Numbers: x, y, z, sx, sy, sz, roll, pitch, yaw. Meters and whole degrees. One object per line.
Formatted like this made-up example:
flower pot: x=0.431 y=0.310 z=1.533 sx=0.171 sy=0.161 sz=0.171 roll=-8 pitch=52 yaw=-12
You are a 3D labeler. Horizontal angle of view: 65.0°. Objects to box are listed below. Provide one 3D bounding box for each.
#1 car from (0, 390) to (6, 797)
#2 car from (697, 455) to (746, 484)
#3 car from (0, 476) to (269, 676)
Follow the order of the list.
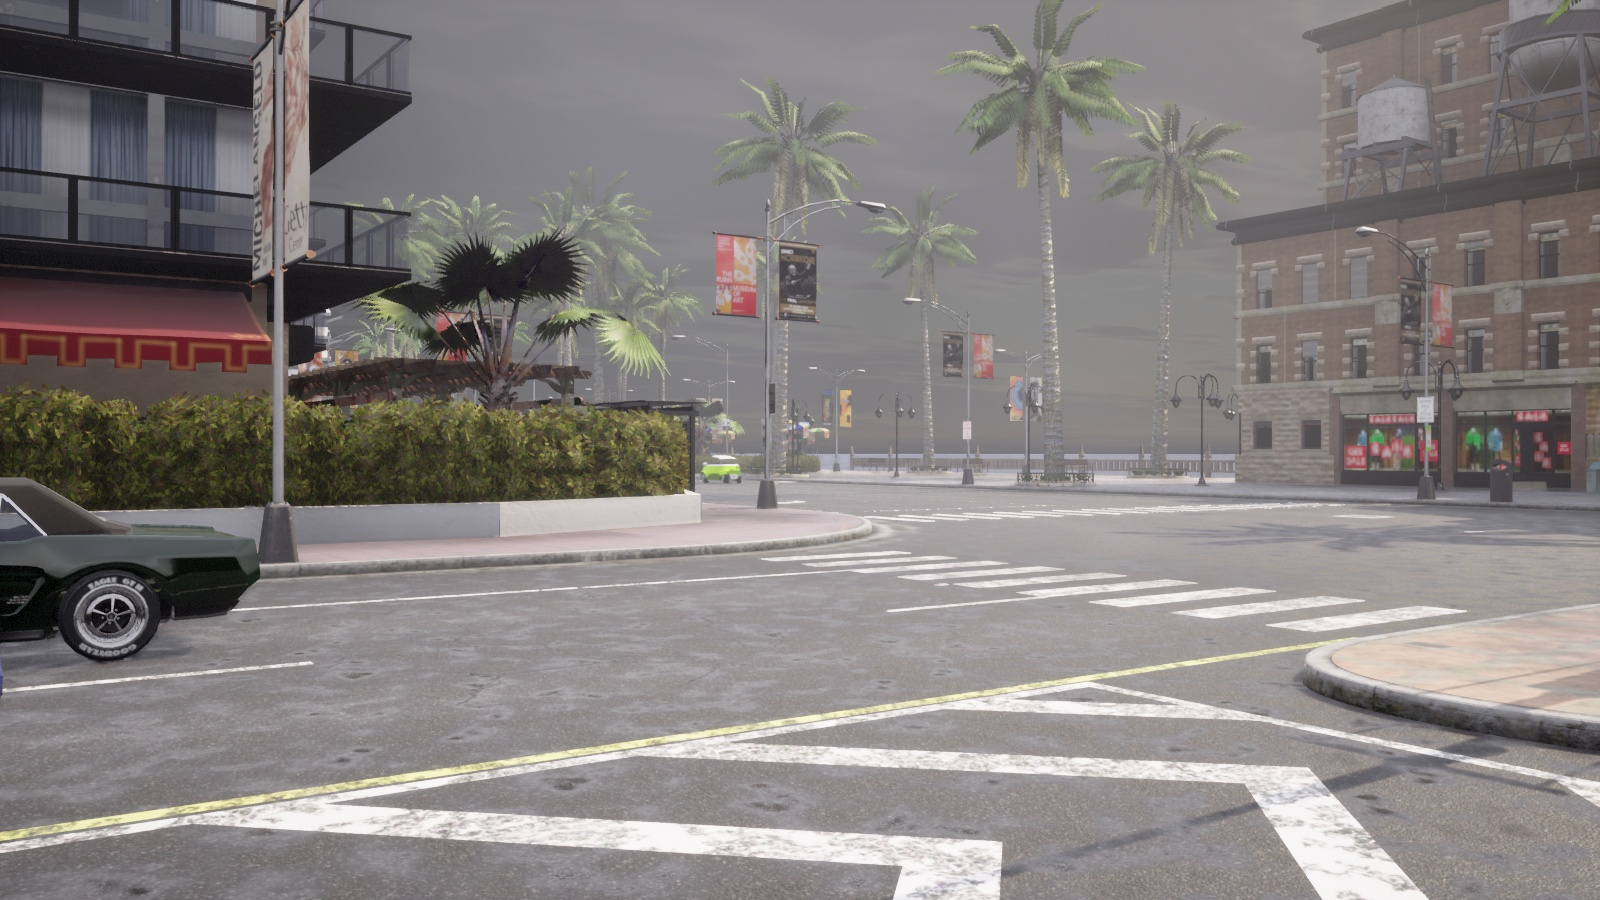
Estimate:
car: x=-5.925 y=0.628 z=5.020 sx=4.553 sy=1.767 sz=2.097 roll=0 pitch=0 yaw=-35
car: x=-3.857 y=0.959 z=61.654 sx=1.481 sy=1.376 sz=2.207 roll=0 pitch=0 yaw=-34
car: x=-6.481 y=0.881 z=8.894 sx=4.718 sy=1.301 sz=1.895 roll=0 pitch=0 yaw=-35
